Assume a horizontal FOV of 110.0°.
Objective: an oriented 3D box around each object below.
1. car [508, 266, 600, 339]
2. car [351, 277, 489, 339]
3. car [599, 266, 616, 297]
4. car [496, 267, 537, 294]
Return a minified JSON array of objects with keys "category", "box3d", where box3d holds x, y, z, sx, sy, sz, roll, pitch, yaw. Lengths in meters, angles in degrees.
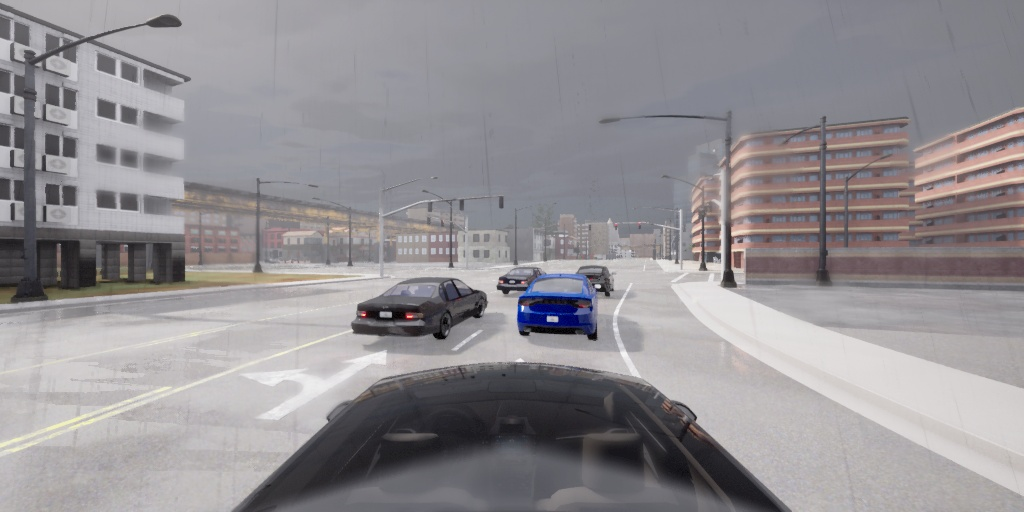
[{"category":"car","box3d":[1.473,1.228,10.232,1.882,1.535,5.008,0,0,14]},{"category":"car","box3d":[-2.188,1.297,10.115,2.033,1.411,5.357,0,0,12]},{"category":"car","box3d":[4.392,1.255,19.157,1.837,1.490,4.892,0,0,19]},{"category":"car","box3d":[0.875,1.297,19.709,2.033,1.411,5.357,0,0,20]}]
